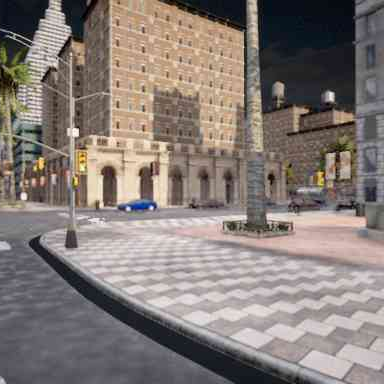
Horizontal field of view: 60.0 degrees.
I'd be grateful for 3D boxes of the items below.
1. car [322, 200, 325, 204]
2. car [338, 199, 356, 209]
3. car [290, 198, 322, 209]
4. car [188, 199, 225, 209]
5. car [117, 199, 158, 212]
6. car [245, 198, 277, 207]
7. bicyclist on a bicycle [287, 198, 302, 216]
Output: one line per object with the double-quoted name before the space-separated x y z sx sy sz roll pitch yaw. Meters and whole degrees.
"car" 21.584 1.684 59.466 4.718 1.301 1.895 0 0 -33
"car" 22.728 1.620 47.429 4.181 1.385 1.994 0 0 -34
"car" 15.799 1.632 46.998 4.181 1.385 1.994 0 0 -34
"car" 2.099 1.640 46.580 5.357 1.411 2.033 0 0 -33
"car" -6.661 1.575 40.804 5.008 1.535 1.882 0 0 -33
"car" 10.944 1.636 52.417 5.357 1.411 2.033 0 0 -34
"bicyclist on a bicycle" 9.108 1.345 29.662 0.582 1.620 1.656 0 0 -33
